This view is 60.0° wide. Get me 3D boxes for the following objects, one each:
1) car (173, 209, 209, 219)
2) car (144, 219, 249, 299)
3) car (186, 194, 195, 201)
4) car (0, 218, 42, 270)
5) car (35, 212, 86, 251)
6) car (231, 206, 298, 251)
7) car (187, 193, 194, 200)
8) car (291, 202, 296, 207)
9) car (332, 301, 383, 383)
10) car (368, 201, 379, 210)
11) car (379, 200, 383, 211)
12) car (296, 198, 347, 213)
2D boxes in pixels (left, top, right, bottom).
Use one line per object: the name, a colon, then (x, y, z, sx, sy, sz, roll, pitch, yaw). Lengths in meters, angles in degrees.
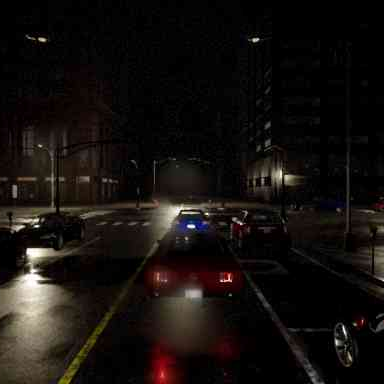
car: (-0.046, 1.565, 17.404, 1.994, 1.385, 4.181, 0, 0, 0)
car: (0.040, 1.601, 8.380, 1.895, 1.301, 4.718, 0, 0, 0)
car: (-0.329, 1.408, 82.255, 2.097, 1.767, 4.553, 0, 0, 0)
car: (-5.788, 1.566, 8.317, 1.947, 1.339, 4.313, 0, 0, 0)
car: (-5.805, 1.551, 13.954, 2.008, 1.369, 4.403, 0, 0, 0)
car: (2.720, 1.441, 13.980, 1.967, 1.590, 4.097, 0, 0, 0)
car: (-0.399, 1.287, 92.263, 2.097, 1.767, 4.553, 0, 0, 0)
car: (14.101, 1.447, 38.858, 4.892, 1.490, 1.837, 0, 0, 1)
car: (2.753, 1.566, 2.708, 1.947, 1.339, 4.313, 0, 0, 0)
car: (23.000, 1.486, 38.925, 4.181, 1.385, 1.994, 0, 0, -1)
car: (23.213, 1.463, 35.667, 4.674, 1.442, 1.812, 0, 0, 0)
car: (14.073, 1.483, 35.618, 4.674, 1.442, 1.812, 0, 0, 1)
